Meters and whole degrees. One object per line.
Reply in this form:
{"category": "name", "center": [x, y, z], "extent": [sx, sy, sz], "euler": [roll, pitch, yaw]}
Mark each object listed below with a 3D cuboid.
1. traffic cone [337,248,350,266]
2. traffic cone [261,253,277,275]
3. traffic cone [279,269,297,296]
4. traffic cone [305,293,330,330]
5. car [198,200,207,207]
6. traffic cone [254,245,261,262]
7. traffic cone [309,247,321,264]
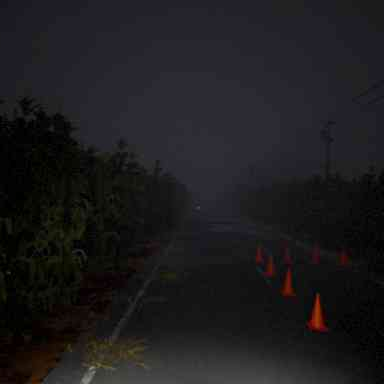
{"category": "traffic cone", "center": [5.411, 2.298, 11.861], "extent": [0.340, 0.580, 0.340], "euler": [2, -1, 2]}
{"category": "traffic cone", "center": [2.357, 2.160, 9.948], "extent": [0.340, 0.580, 0.340], "euler": [2, -1, 2]}
{"category": "traffic cone", "center": [2.301, 2.135, 7.949], "extent": [0.340, 0.580, 0.340], "euler": [2, -1, 2]}
{"category": "traffic cone", "center": [2.244, 2.110, 5.950], "extent": [0.340, 0.580, 0.340], "euler": [2, -1, 2]}
{"category": "car", "center": [2.305, 2.391, 71.769], "extent": [1.882, 1.535, 5.008], "euler": [2, -1, 2]}
{"category": "traffic cone", "center": [2.414, 2.185, 11.947], "extent": [0.340, 0.580, 0.340], "euler": [2, -1, 2]}
{"category": "traffic cone", "center": [4.412, 2.260, 11.889], "extent": [0.340, 0.580, 0.340], "euler": [2, -1, 2]}
